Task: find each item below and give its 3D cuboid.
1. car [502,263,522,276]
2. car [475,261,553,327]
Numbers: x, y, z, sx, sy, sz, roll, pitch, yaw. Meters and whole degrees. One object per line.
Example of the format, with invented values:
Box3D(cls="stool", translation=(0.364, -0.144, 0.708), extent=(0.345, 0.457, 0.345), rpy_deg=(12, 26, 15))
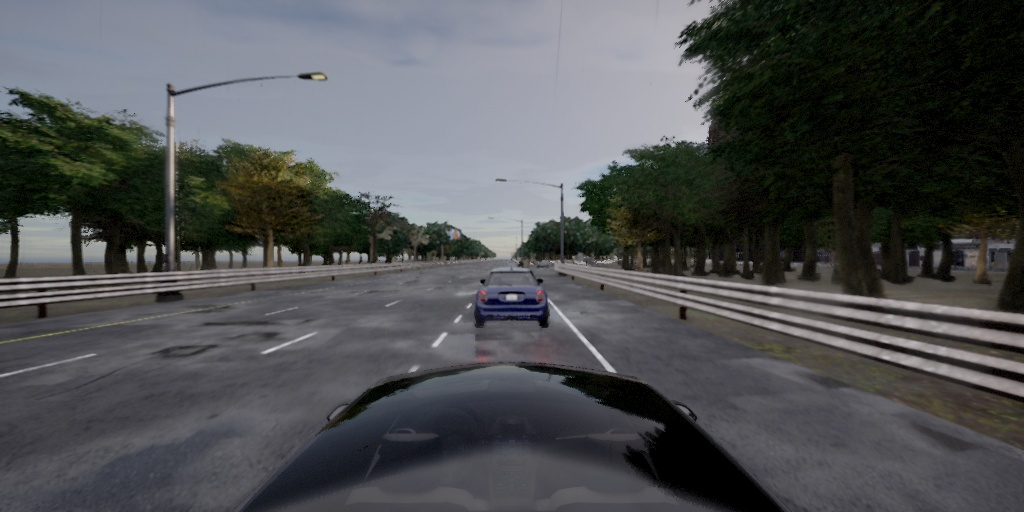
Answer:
Box3D(cls="car", translation=(0.082, 1.532, 41.938), extent=(2.033, 1.411, 5.357), rpy_deg=(0, 0, 3))
Box3D(cls="car", translation=(-0.011, 1.161, 11.898), extent=(2.097, 1.767, 4.553), rpy_deg=(0, 0, 0))
